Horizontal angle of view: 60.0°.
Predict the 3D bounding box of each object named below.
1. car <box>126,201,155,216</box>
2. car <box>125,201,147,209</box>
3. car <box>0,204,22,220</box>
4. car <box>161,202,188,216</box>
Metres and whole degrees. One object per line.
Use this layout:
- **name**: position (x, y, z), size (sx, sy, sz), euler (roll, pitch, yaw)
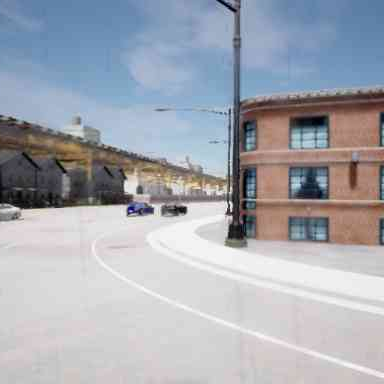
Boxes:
- **car**: position (-5.789, 1.921, 37.498), size (1.812, 1.442, 4.674), euler (0, -1, 18)
- **car**: position (-9.900, 2.216, 59.272), size (1.895, 1.301, 4.718), euler (0, -1, 19)
- **car**: position (-16.298, 1.708, 27.576), size (1.812, 1.442, 4.674), euler (0, -1, 14)
- **car**: position (-1.955, 1.927, 37.937), size (2.128, 1.511, 4.902), euler (0, -1, 18)
